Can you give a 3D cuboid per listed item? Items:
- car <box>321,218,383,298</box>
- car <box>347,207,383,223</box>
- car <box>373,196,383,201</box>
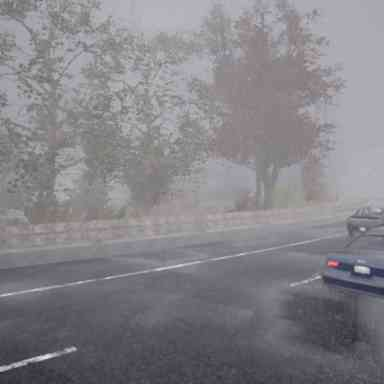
[{"bbox_3d":[5.199,1.551,8.082,5.357,1.411,2.033,0,0,-41],"label":"car"},{"bbox_3d":[9.599,1.502,17.038,4.902,1.511,2.128,0,0,-45],"label":"car"},{"bbox_3d":[46.997,1.598,82.998,1.994,1.385,4.181,0,0,2],"label":"car"}]
